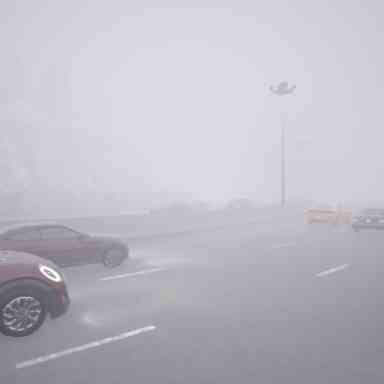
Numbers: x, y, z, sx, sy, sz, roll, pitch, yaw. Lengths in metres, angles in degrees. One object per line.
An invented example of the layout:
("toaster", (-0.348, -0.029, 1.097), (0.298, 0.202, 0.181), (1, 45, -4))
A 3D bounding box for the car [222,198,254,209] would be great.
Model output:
("car", (4.982, 1.456, 35.396), (2.097, 1.767, 4.553), (-1, 0, 32))

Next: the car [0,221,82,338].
("car", (-4.395, 1.400, 5.220), (4.553, 1.767, 2.097), (0, 0, -35))

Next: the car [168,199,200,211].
("car", (-1.029, 1.726, 45.760), (2.033, 1.411, 5.357), (0, 0, 27))

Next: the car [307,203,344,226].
("car", (9.906, 1.509, 23.859), (1.882, 1.535, 5.008), (0, 0, 39))

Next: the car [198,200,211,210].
("car", (0.555, 1.701, 41.431), (2.033, 1.411, 5.357), (0, 0, 30))

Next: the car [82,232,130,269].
("car", (-4.127, 1.589, 9.706), (4.674, 1.442, 1.812), (0, 0, -37))

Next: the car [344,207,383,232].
("car", (10.787, 1.557, 19.267), (2.033, 1.411, 5.357), (0, 0, 40))

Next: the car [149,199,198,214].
("car", (-1.934, 1.610, 31.656), (1.882, 1.535, 5.008), (0, 0, 38))
